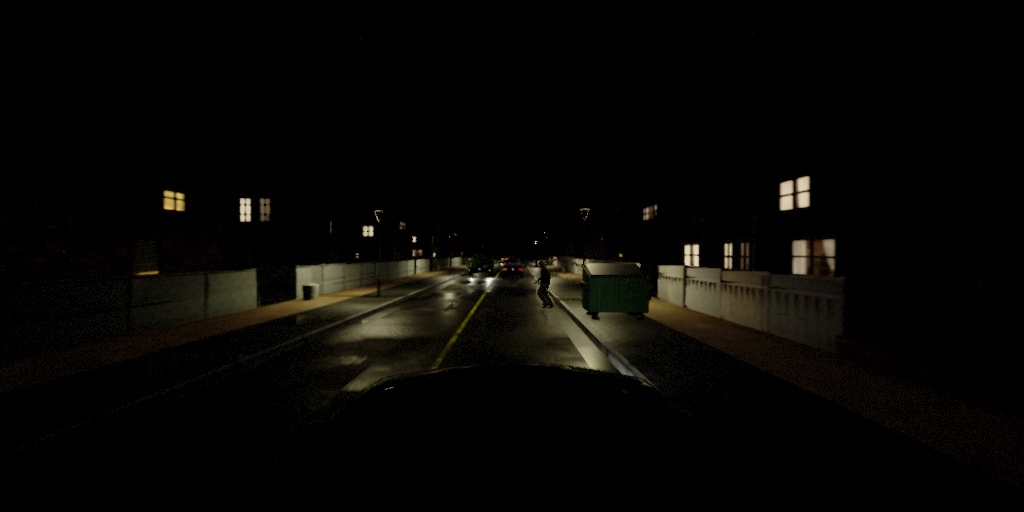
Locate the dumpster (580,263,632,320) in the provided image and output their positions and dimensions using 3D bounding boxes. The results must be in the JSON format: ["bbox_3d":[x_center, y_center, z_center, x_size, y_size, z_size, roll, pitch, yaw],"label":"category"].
[{"bbox_3d":[3.009,1.090,11.671,1.020,1.700,1.940,0,0,0],"label":"dumpster"}]

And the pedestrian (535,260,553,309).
[{"bbox_3d":[1.147,0.981,12.932,0.375,1.860,0.375,0,1,-6],"label":"pedestrian"}]

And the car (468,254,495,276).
[{"bbox_3d":[-2.834,0.786,34.078,2.150,2.045,5.566,0,0,0],"label":"car"}]

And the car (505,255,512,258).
[{"bbox_3d":[0.290,1.008,48.424,1.812,1.442,4.674,0,0,2],"label":"car"}]

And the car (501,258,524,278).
[{"bbox_3d":[0.078,1.127,31.805,2.033,1.411,5.357,0,0,0],"label":"car"}]
